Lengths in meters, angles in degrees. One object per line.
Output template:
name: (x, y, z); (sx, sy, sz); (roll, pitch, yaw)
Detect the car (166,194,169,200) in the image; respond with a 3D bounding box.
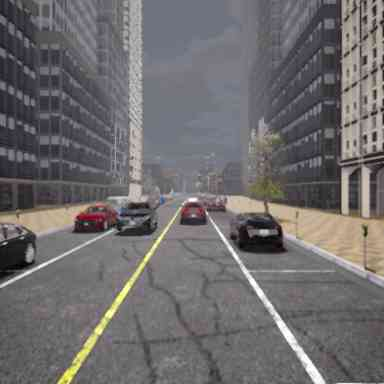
car: (-5.687, 1.356, 60.016); (1.947, 1.339, 4.313); (0, 0, 0)

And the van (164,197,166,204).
van: (-5.686, 1.152, 54.323); (1.690, 1.788, 3.998); (0, 0, 0)

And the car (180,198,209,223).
car: (0.101, 1.444, 24.841); (1.812, 1.442, 4.674); (0, 0, 0)

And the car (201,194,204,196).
car: (2.694, 1.336, 54.479); (1.752, 1.417, 4.829); (0, 0, 0)

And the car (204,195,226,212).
car: (2.694, 1.315, 37.232); (1.967, 1.590, 4.097); (0, 0, 0)

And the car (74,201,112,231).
car: (-5.687, 1.479, 20.171); (1.887, 1.381, 4.507); (0, 0, 0)

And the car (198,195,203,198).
car: (0.100, 1.457, 42.137); (1.895, 1.301, 4.718); (0, 0, 0)

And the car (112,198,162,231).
car: (-3.000, 1.268, 19.031); (1.812, 1.442, 4.674); (0, 0, 0)

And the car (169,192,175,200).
car: (-5.687, 1.228, 82.613); (1.752, 1.417, 4.829); (0, 0, 0)

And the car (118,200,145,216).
car: (-5.687, 1.477, 31.555); (1.802, 1.307, 4.206); (0, 0, 0)

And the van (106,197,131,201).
van: (-5.686, 1.256, 25.862); (1.690, 1.788, 3.998); (0, 0, 0)

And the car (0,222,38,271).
car: (-5.687, 1.522, 8.786); (2.008, 1.369, 4.403); (0, 0, 0)

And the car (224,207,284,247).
car: (2.693, 1.519, 14.466); (1.947, 1.339, 4.313); (0, 0, 0)

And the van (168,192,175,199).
van: (-5.686, 0.998, 94.168); (1.690, 1.788, 3.998); (0, 0, 0)

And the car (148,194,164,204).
car: (-5.686, 1.273, 48.630); (1.967, 1.590, 4.097); (0, 0, 0)

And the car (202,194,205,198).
car: (2.693, 1.415, 48.617); (1.802, 1.307, 4.206); (0, 0, 0)
